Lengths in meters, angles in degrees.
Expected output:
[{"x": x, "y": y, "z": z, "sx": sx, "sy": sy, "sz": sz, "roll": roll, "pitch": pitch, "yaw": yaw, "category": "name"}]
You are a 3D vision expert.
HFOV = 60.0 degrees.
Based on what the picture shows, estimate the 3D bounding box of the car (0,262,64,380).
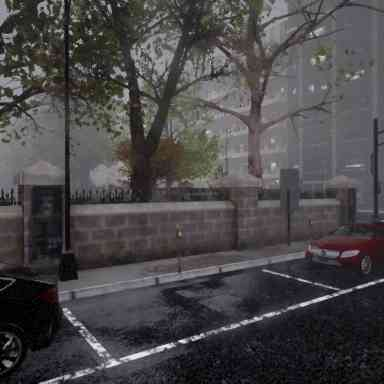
[{"x": -3.791, "y": 1.566, "z": 3.886, "sx": 4.313, "sy": 1.339, "sz": 1.947, "roll": 0, "pitch": 0, "yaw": -35, "category": "car"}]

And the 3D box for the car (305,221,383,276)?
[{"x": 5.279, "y": 1.581, "z": 10.232, "sx": 4.206, "sy": 1.307, "sz": 1.802, "roll": 0, "pitch": 0, "yaw": -35, "category": "car"}]
